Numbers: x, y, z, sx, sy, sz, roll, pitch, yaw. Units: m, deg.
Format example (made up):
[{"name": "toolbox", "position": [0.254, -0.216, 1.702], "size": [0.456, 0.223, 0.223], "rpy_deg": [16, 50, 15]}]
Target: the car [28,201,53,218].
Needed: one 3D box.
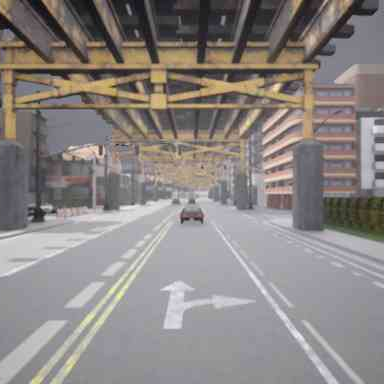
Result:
[{"name": "car", "position": [-17.100, 1.820, 33.962], "size": [4.974, 1.542, 2.038], "rpy_deg": [0, -1, 25]}]

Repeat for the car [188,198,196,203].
[{"name": "car", "position": [-0.027, 2.282, 80.447], "size": [1.882, 1.535, 5.008], "rpy_deg": [0, 0, 0]}]

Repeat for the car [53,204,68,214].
[{"name": "car", "position": [-16.823, 1.707, 38.104], "size": [4.536, 1.218, 1.853], "rpy_deg": [0, -1, -20]}]

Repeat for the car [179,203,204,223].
[{"name": "car", "position": [0.012, 1.907, 28.231], "size": [1.895, 1.301, 4.718], "rpy_deg": [0, -1, 0]}]

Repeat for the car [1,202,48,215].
[{"name": "car", "position": [-17.147, 1.663, 33.985], "size": [4.536, 1.218, 1.853], "rpy_deg": [0, -1, 25]}]

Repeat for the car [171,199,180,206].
[{"name": "car", "position": [-3.524, 2.269, 73.772], "size": [1.837, 1.490, 4.892], "rpy_deg": [0, 0, 0]}]

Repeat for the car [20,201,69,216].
[{"name": "car", "position": [-16.775, 1.865, 38.121], "size": [4.974, 1.542, 2.038], "rpy_deg": [0, -1, -20]}]

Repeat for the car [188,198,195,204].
[{"name": "car", "position": [-0.030, 2.313, 90.862], "size": [1.837, 1.490, 4.892], "rpy_deg": [0, 0, 0]}]
